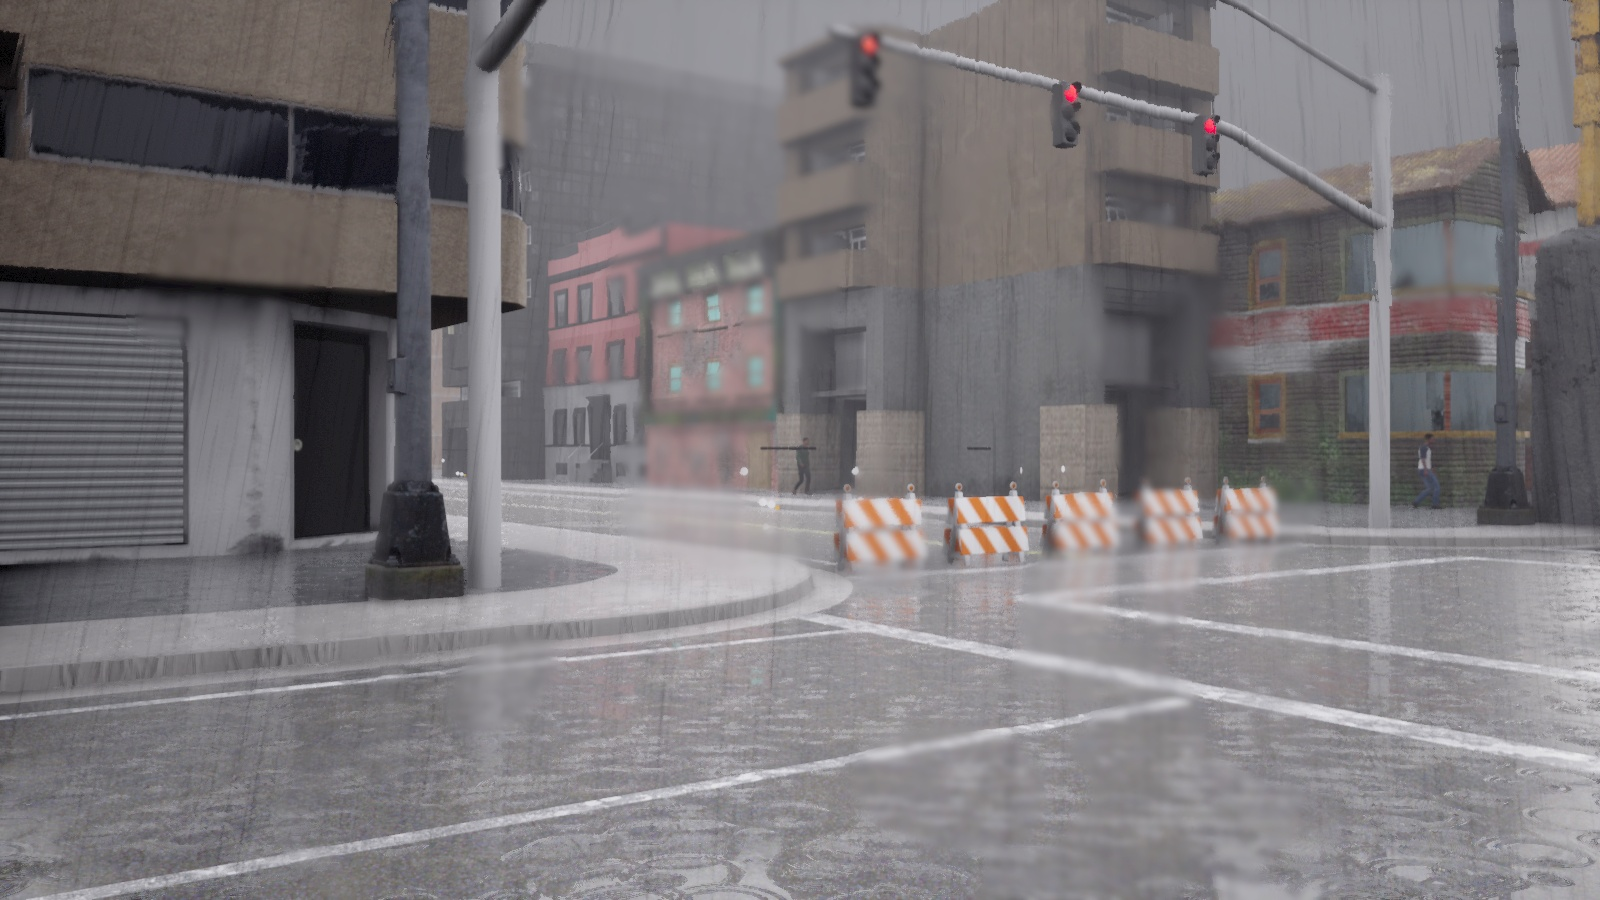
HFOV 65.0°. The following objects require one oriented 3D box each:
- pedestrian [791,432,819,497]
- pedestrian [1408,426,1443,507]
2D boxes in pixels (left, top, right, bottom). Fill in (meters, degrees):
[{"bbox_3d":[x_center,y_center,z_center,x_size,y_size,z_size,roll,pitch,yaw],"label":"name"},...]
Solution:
[{"bbox_3d":[0.145,0.448,38.138,0.423,1.949,0.788,0,0,-39],"label":"pedestrian"},{"bbox_3d":[14.466,0.379,29.043,0.706,1.836,0.354,0,0,25],"label":"pedestrian"}]
